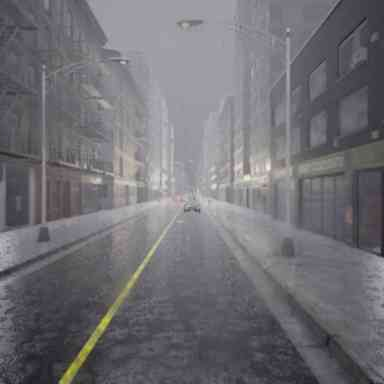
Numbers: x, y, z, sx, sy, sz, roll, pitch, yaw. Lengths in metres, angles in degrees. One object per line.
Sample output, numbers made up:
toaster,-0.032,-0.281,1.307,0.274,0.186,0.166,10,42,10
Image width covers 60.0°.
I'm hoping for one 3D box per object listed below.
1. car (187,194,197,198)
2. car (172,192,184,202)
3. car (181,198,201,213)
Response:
car,0.001,1.091,69.601,2.128,1.511,4.902,0,0,0
car,-2.999,1.117,72.037,2.150,2.045,5.566,0,0,0
car,0.004,1.643,36.080,1.895,1.301,4.718,0,0,0
